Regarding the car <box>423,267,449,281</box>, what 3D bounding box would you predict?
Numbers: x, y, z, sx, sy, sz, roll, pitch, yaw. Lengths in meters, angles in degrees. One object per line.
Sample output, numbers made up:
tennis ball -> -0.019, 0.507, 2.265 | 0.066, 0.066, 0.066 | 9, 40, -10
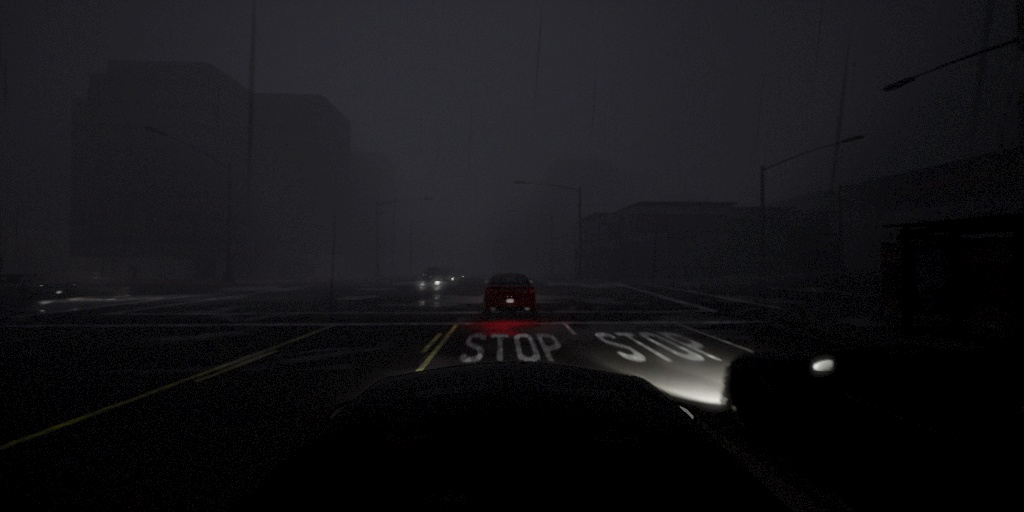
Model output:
car -> -8.342, 1.911, 38.609 | 1.837, 1.490, 4.892 | 0, -2, -3

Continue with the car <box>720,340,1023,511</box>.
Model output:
car -> 3.546, 1.326, 2.714 | 1.994, 1.385, 4.181 | 0, -1, 0

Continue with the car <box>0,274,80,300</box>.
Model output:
car -> -26.376, 1.626, 19.108 | 4.718, 1.301, 1.895 | 0, -1, -1

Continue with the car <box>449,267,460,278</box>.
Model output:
car -> -8.963, 2.279, 51.100 | 1.882, 1.535, 5.008 | 0, -2, -3

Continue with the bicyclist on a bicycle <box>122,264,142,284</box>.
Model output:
bicyclist on a bicycle -> -31.746, 1.490, 29.959 | 0.582, 1.620, 1.656 | 0, -1, -1

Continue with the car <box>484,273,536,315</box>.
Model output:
car -> -0.113, 1.427, 14.710 | 1.882, 1.535, 5.008 | 0, -1, -1
